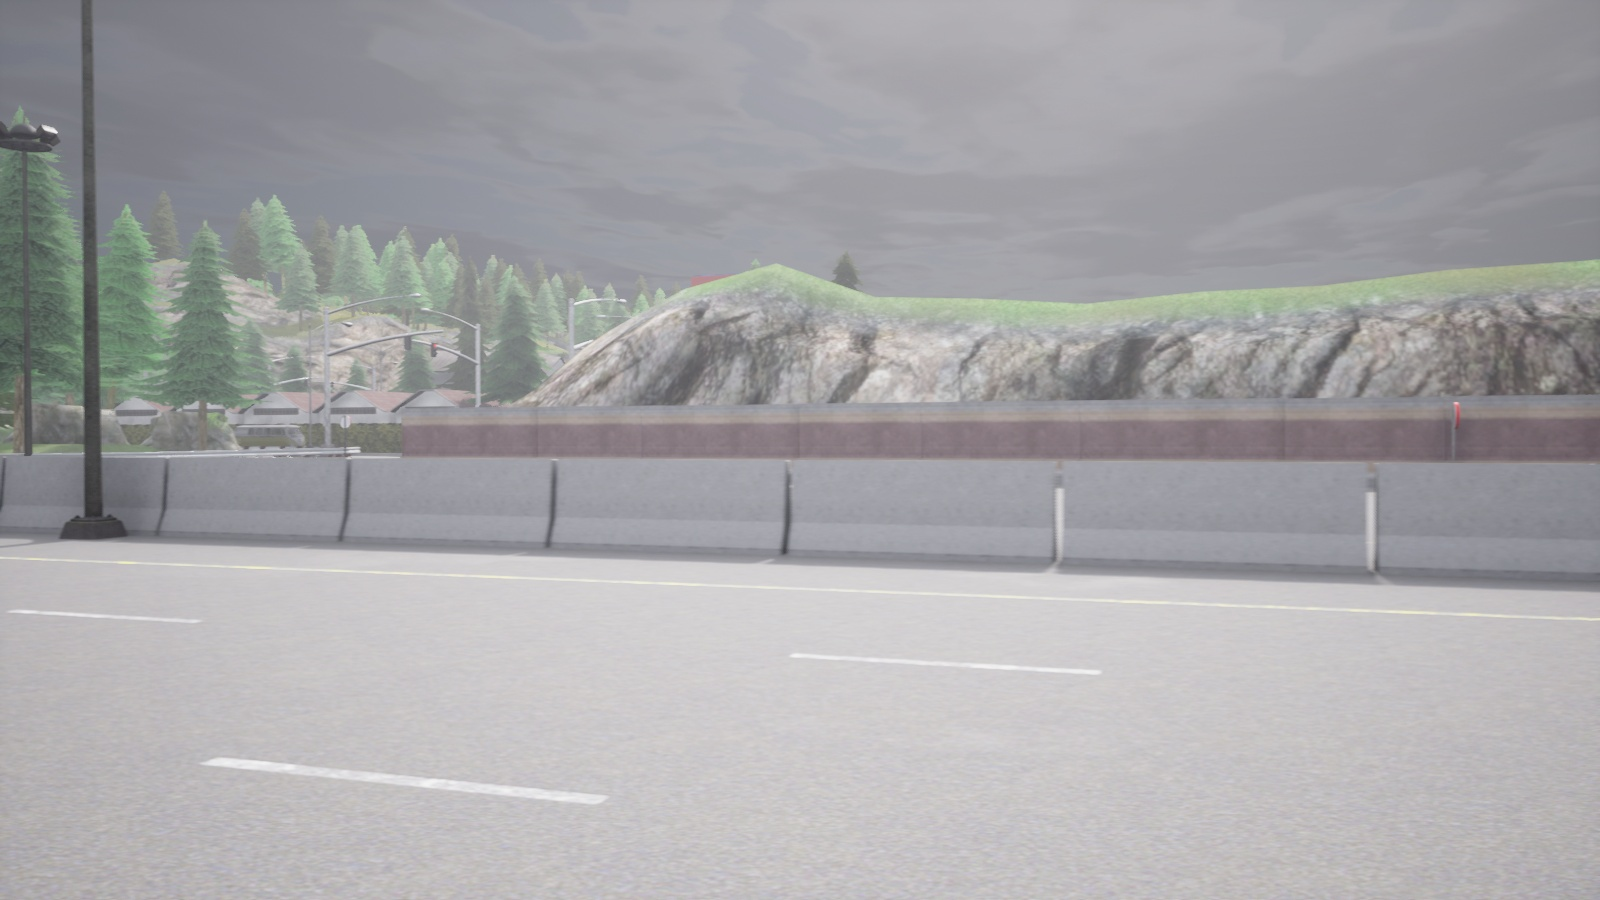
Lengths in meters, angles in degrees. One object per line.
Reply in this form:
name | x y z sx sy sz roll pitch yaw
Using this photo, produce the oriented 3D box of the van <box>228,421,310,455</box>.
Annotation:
van | -31.827 -0.750 75.275 4.442 1.987 1.775 1 1 19
